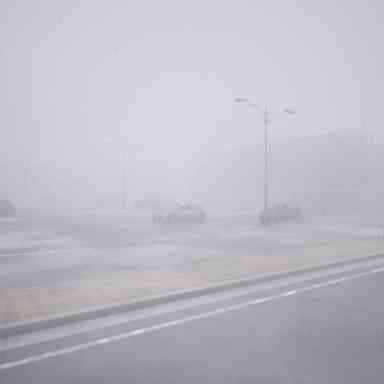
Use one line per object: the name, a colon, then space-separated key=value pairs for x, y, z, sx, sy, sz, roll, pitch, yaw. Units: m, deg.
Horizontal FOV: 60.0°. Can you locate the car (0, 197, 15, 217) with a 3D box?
car: x=-16.773 y=1.346 z=27.662 sx=3.633 sy=1.501 sz=1.845 roll=1 pitch=0 yaw=-35

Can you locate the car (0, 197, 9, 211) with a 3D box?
car: x=-22.462 y=1.326 z=35.878 sx=4.514 sy=1.523 sz=2.007 roll=1 pitch=0 yaw=-35

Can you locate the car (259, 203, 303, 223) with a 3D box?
car: x=6.895 y=1.600 z=25.933 sx=3.633 sy=1.501 sz=1.845 roll=1 pitch=0 yaw=-35

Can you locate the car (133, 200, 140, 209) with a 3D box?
car: x=-5.637 y=1.303 z=43.393 sx=3.866 sy=1.878 sz=1.905 roll=1 pitch=0 yaw=-35

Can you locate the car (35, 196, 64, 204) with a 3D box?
car: x=-24.783 y=1.446 z=57.920 sx=4.514 sy=1.523 sz=2.007 roll=1 pitch=0 yaw=-35

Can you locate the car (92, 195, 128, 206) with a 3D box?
car: x=-12.965 y=1.381 z=53.880 sx=5.027 sy=1.636 sz=2.152 roll=1 pitch=0 yaw=-35

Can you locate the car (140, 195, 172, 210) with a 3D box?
car: x=-3.634 y=1.328 z=41.247 sx=4.605 sy=1.855 sz=1.932 roll=1 pitch=0 yaw=-35

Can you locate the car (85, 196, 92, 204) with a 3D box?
car: x=-16.907 y=1.457 z=58.955 sx=3.806 sy=1.475 sz=1.970 roll=1 pitch=0 yaw=-35

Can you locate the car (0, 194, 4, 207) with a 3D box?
car: x=-29.012 y=1.134 z=46.497 sx=4.605 sy=1.855 sz=1.932 roll=1 pitch=0 yaw=-35

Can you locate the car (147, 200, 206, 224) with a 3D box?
car: x=-0.895 y=1.530 z=24.126 sx=3.806 sy=1.475 sz=1.970 roll=1 pitch=0 yaw=-35
